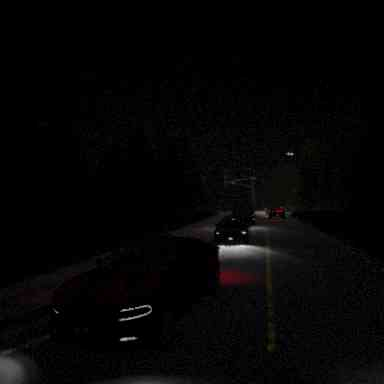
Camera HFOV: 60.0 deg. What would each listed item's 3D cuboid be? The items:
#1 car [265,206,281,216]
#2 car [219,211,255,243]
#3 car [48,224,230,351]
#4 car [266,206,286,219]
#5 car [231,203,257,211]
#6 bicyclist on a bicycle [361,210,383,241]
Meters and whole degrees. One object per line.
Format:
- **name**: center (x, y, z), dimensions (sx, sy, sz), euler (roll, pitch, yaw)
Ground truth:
- **car**: center (12.366, 2.850, 51.111), dimensions (2.033, 1.411, 5.357), euler (-1, -2, 11)
- **car**: center (2.553, 2.092, 19.778), dimensions (2.033, 1.411, 5.357), euler (-1, -2, 12)
- **car**: center (-0.746, 1.704, 6.992), dimensions (1.882, 1.535, 5.008), euler (-2, -2, 18)
- **car**: center (10.459, 2.531, 41.075), dimensions (2.128, 1.511, 4.902), euler (-1, -2, 11)
- **car**: center (5.191, 2.124, 33.120), dimensions (2.150, 2.045, 5.566), euler (-1, -2, 10)
- **bicyclist on a bicycle**: center (9.288, 1.701, 16.300), dimensions (1.656, 1.620, 0.582), euler (19, -13, 17)
